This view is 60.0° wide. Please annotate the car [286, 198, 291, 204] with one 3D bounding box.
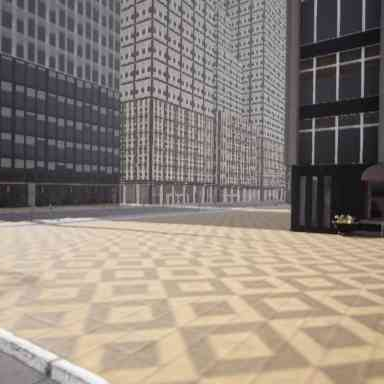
[{"bbox_3d":[25.747,2.384,85.466,1.882,1.535,5.008,1,0,35],"label":"car"}]
